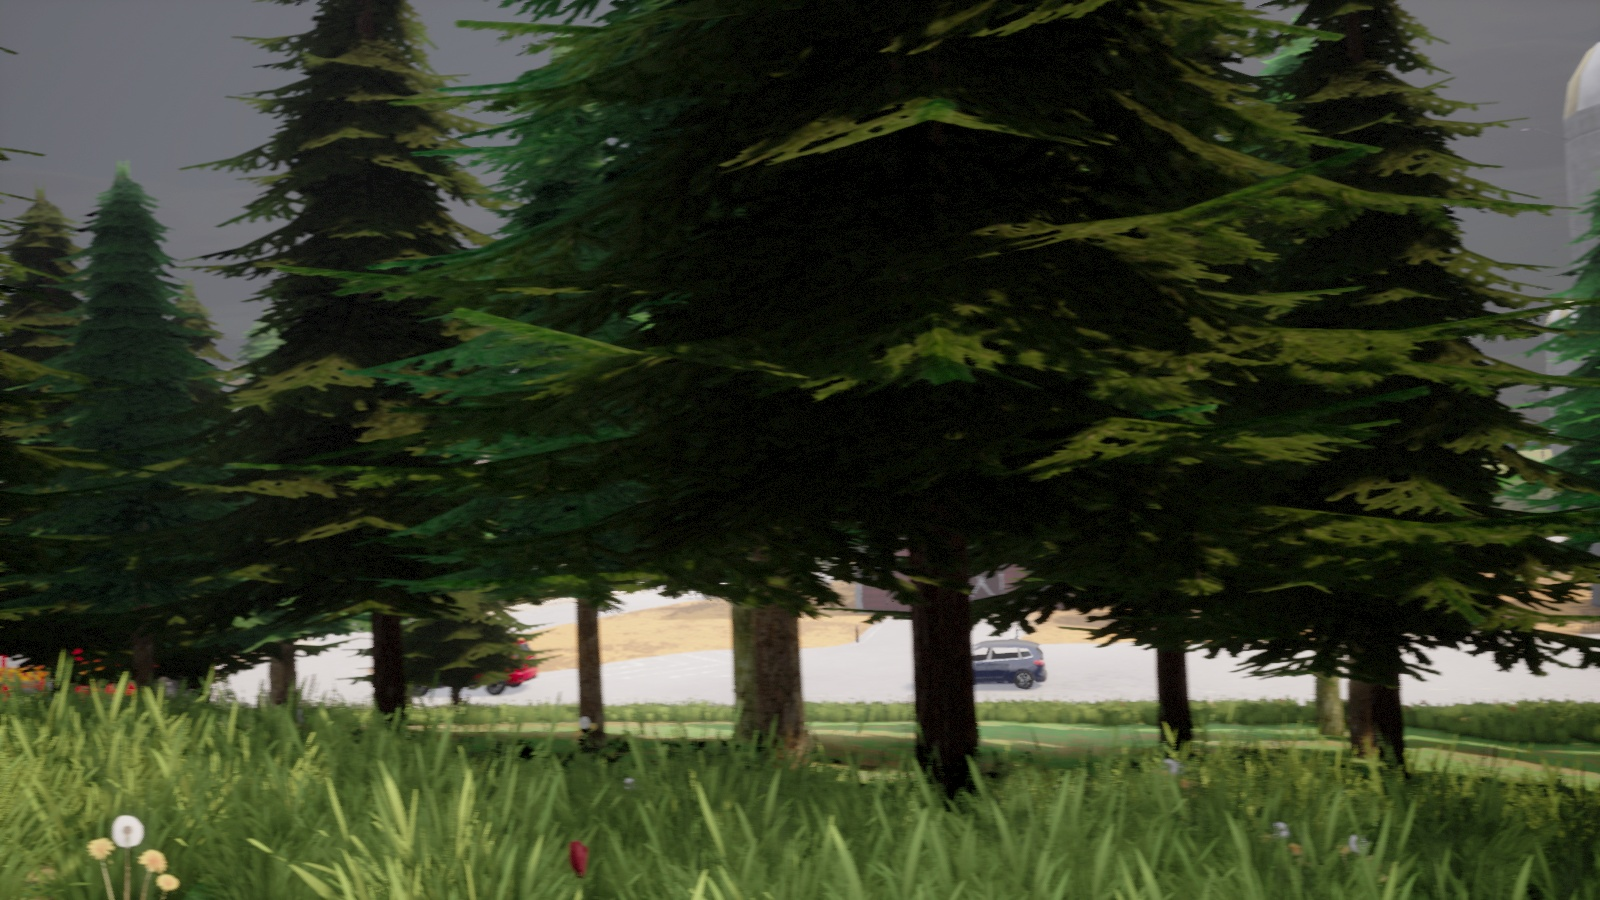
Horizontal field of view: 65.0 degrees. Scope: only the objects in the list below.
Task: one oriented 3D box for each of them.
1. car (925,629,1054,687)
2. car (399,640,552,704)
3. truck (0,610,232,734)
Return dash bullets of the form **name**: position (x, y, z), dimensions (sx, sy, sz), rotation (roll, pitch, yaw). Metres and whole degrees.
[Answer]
- **car**: position (7.165, 7.824, 47.262), dimensions (4.611, 1.667, 2.242), rotation (-4, -1, 11)
- **car**: position (-13.195, 9.044, 51.221), dimensions (5.566, 2.045, 2.150), rotation (-4, -1, 11)
- **truck**: position (-28.455, 9.111, 52.110), dimensions (8.468, 3.827, 2.891), rotation (-3, 0, -18)
